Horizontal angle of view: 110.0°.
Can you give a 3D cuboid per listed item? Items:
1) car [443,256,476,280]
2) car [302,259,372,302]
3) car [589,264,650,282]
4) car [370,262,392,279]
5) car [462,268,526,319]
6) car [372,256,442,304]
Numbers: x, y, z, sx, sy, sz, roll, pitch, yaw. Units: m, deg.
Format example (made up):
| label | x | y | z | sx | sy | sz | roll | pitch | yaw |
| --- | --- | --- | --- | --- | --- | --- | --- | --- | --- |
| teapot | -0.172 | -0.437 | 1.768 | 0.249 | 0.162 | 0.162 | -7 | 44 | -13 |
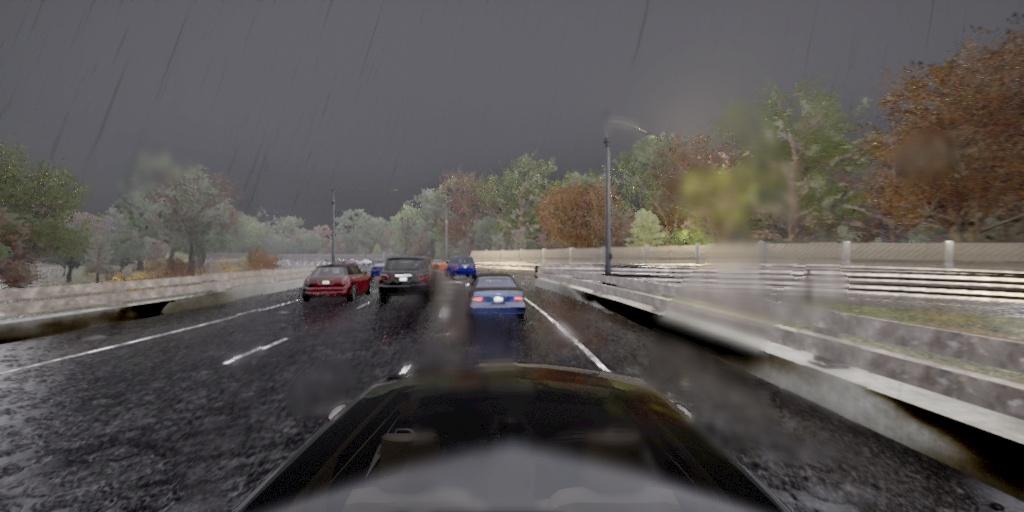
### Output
| label | x | y | z | sx | sy | sz | roll | pitch | yaw |
| --- | --- | --- | --- | --- | --- | --- | --- | --- | --- |
| car | -4.783 | 1.058 | 33.242 | 2.150 | 2.045 | 5.566 | 0 | 0 | -17 |
| car | -8.359 | 1.167 | 17.634 | 2.097 | 1.767 | 4.553 | 0 | 0 | -8 |
| car | 7.501 | 1.332 | 26.158 | 4.892 | 1.490 | 1.837 | -3 | -2 | 45 |
| car | -12.804 | 1.346 | 35.286 | 1.882 | 1.535 | 5.008 | 0 | 0 | -19 |
| car | -0.664 | 1.325 | 13.003 | 2.033 | 1.411 | 5.357 | 0 | 0 | -6 |
| car | -4.673 | 1.021 | 16.865 | 2.150 | 2.045 | 5.566 | 0 | 0 | -8 |
